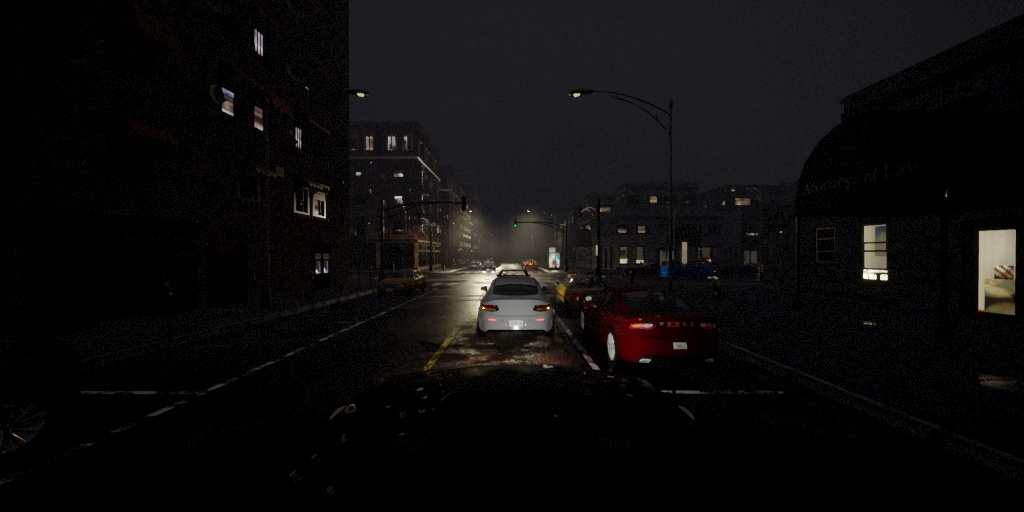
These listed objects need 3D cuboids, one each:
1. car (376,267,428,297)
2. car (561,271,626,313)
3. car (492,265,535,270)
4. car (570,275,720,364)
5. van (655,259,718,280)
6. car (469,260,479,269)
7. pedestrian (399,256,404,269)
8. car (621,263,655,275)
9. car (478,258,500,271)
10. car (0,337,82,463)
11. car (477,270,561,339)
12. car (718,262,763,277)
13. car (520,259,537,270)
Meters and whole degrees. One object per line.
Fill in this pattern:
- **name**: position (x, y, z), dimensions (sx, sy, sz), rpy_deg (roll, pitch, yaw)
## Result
- **car**: position (-5.725, 1.278, 19.150), dimensions (1.751, 1.417, 4.829), rpy_deg (0, 0, 0)
- **car**: position (2.667, 1.276, 13.805), dimensions (1.751, 1.417, 4.829), rpy_deg (0, 0, 0)
- **car**: position (0.100, 1.354, 19.473), dimensions (1.895, 1.301, 4.718), rpy_deg (0, 0, 1)
- **car**: position (2.678, 1.295, 7.938), dimensions (1.888, 1.381, 4.507), rpy_deg (0, 0, 0)
- **van**: position (14.601, 1.164, 30.125), dimensions (3.998, 1.789, 1.690), rpy_deg (0, 0, -1)
- **car**: position (-5.798, 1.331, 57.472), dimensions (2.007, 1.370, 4.403), rpy_deg (0, 0, 0)
- **pedestrian**: position (-12.707, 0.831, 41.188), dimensions (0.375, 1.860, 0.375), rpy_deg (0, 0, -1)
- **car**: position (13.424, 1.382, 35.902), dimensions (4.718, 1.301, 1.895), rpy_deg (0, 0, -1)
- **car**: position (-3.193, 1.320, 50.827), dimensions (2.033, 1.411, 5.357), rpy_deg (0, 0, 0)
- **car**: position (-5.692, 1.316, 2.231), dimensions (1.948, 1.339, 4.313), rpy_deg (0, 0, 0)
- **car**: position (0.084, 1.276, 9.979), dimensions (1.812, 1.442, 4.674), rpy_deg (0, 0, 0)
- **car**: position (22.343, 1.368, 35.982), dimensions (4.181, 1.385, 1.994), rpy_deg (0, 0, 0)
- **car**: position (2.594, 1.213, 51.803), dimensions (1.967, 1.591, 4.097), rpy_deg (0, 0, 0)
